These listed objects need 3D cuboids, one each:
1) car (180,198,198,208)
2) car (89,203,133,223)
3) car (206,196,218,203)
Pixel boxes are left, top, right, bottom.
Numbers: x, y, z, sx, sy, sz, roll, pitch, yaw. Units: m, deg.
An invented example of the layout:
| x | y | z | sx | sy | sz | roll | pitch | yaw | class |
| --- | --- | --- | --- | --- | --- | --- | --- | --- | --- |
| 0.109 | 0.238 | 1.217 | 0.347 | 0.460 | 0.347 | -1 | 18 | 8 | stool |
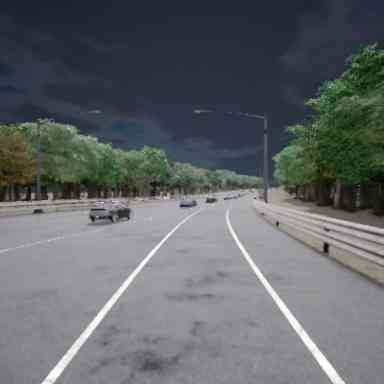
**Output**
| x | y | z | sx | sy | sz | roll | pitch | yaw | class |
| --- | --- | --- | --- | --- | --- | --- | --- | --- | --- |
| -0.434 | 1.661 | 51.079 | 1.994 | 1.385 | 4.181 | 0 | 0 | 13 | car |
| -6.288 | 1.592 | 26.336 | 2.128 | 1.511 | 4.902 | -1 | 0 | 13 | car |
| 4.319 | 1.581 | 71.213 | 1.882 | 1.535 | 5.008 | 0 | 0 | 13 | car |
